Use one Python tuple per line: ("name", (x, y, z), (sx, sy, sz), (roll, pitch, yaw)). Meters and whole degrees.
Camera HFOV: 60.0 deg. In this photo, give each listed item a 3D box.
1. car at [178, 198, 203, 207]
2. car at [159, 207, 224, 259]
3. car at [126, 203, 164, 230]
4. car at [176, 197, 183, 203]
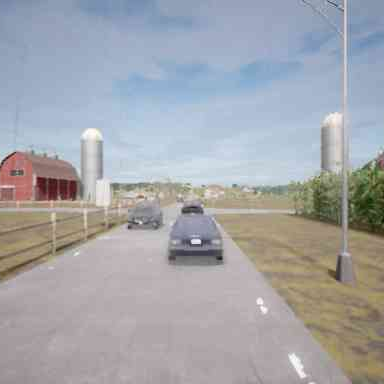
("car", (-0.048, 1.513, 29.309), (1.837, 1.490, 4.892), (0, 0, -3))
("car", (0.101, 1.523, 12.405), (2.033, 1.411, 5.357), (0, 0, -1))
("car", (-2.823, 1.488, 20.822), (1.837, 1.490, 4.892), (0, -1, 0))
("car", (-2.745, 1.939, 80.057), (1.837, 1.490, 4.892), (0, -1, 0))
